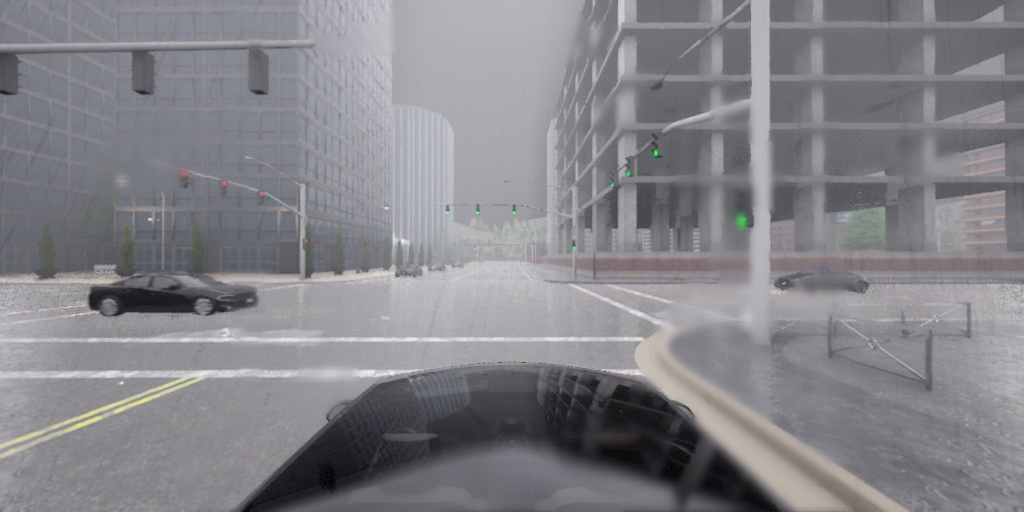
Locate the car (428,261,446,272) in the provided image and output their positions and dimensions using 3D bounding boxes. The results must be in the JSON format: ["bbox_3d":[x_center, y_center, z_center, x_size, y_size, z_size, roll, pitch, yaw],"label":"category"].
[{"bbox_3d":[-10.594,1.517,50.768,2.128,1.511,4.902,0,0,0],"label":"car"}]

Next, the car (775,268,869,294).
[{"bbox_3d":[17.342,1.362,20.187,4.181,1.385,1.994,0,0,0],"label":"car"}]

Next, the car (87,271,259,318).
[{"bbox_3d":[-11.812,1.321,12.738,5.008,1.535,1.882,1,0,-1],"label":"car"}]

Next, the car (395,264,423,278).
[{"bbox_3d":[-10.597,1.512,37.060,1.994,1.385,4.181,0,0,0],"label":"car"}]
